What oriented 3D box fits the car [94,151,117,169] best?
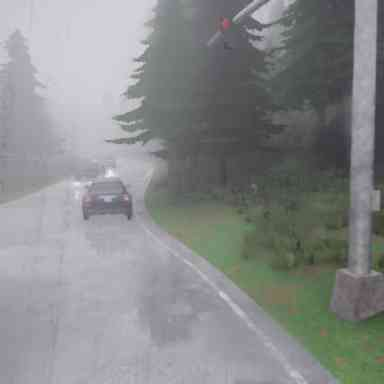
[{"bbox_3d":[-10.086,-3.647,39.750,2.128,1.511,4.902,-2,10,-8],"label":"car"}]

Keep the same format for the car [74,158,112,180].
[{"bbox_3d":[-9.058,-1.973,30.026,2.033,1.411,5.357,-1,9,-3],"label":"car"}]

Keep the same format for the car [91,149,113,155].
[{"bbox_3d":[-14.472,-5.843,52.522,1.882,1.535,5.008,-4,11,-31],"label":"car"}]

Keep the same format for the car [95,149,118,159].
[{"bbox_3d":[-15.186,-6.844,59.006,1.882,1.535,5.008,-6,11,-43],"label":"car"}]

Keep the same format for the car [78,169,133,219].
[{"bbox_3d":[-4.015,0.076,15.906,2.097,1.767,4.553,-2,8,-14],"label":"car"}]

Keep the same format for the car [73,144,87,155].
[{"bbox_3d":[-23.213,-8.367,65.476,5.566,2.045,2.150,7,8,29],"label":"car"}]
